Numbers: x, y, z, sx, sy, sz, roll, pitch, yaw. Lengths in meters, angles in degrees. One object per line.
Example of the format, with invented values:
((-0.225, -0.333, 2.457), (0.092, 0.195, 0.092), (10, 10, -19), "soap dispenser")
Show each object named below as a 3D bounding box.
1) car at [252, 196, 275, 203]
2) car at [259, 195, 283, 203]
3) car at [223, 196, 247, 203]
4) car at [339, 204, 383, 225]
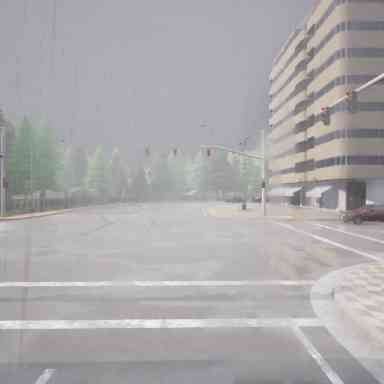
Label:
((14.187, 1.525, 67.903), (4.674, 1.442, 1.812), (0, 0, -34), "car")
((17.537, 1.525, 73.805), (4.902, 1.511, 2.128), (0, 0, -23), "car")
((8.874, 1.547, 68.199), (5.357, 1.411, 2.033), (0, 0, -38), "car")
((13.161, 1.581, 24.155), (4.674, 1.442, 1.812), (0, 0, -1), "car")
